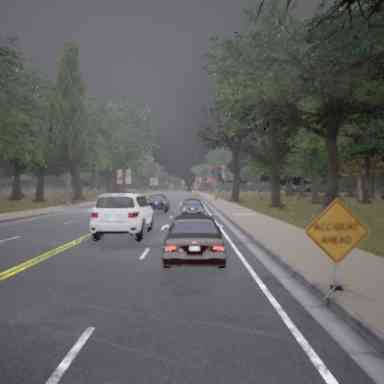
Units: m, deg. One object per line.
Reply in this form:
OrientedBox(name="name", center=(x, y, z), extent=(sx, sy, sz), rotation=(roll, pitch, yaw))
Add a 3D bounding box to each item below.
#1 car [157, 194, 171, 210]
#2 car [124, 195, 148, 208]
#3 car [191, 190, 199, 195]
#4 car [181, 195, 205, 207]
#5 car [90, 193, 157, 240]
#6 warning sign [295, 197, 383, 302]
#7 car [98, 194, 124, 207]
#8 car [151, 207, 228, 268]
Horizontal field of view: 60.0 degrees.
OrientedBox(name="car", center=(-3.208, 0.997, 31.978), extent=(2.097, 1.767, 4.553), rotation=(0, 1, 0))
OrientedBox(name="car", center=(-6.674, 1.076, 40.501), extent=(2.033, 1.411, 5.357), rotation=(0, 1, 0))
OrientedBox(name="car", center=(0.774, 0.320, 86.579), extent=(1.882, 1.535, 5.008), rotation=(0, 1, 0))
OrientedBox(name="car", center=(0.049, 1.256, 27.046), extent=(2.033, 1.411, 5.357), rotation=(0, 1, 0))
OrientedBox(name="car", center=(-3.170, 1.060, 15.974), extent=(2.150, 2.045, 5.566), rotation=(0, 1, 0))
OrientedBox(name="warning sign", center=(2.844, 1.051, 6.550), extent=(1.300, 1.860, 1.060), rotation=(0, 0, 0))
OrientedBox(name="car", center=(-9.926, 1.011, 41.190), extent=(2.128, 1.511, 4.902), rotation=(0, 1, 0))
OrientedBox(name="car", center=(0.073, 1.439, 10.821), extent=(2.033, 1.411, 5.357), rotation=(0, 1, 0))
